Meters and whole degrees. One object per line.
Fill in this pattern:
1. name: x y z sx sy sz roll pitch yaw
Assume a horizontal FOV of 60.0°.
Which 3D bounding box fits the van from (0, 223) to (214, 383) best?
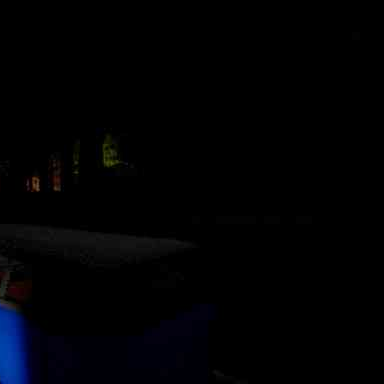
1. van: -1.676 1.346 4.024 3.998 1.788 1.690 0 -1 36
